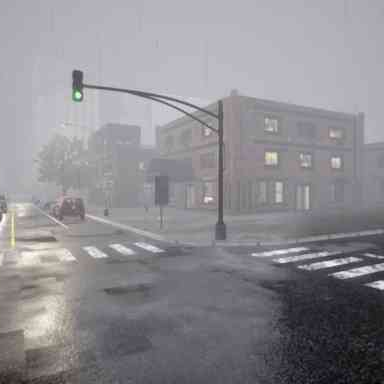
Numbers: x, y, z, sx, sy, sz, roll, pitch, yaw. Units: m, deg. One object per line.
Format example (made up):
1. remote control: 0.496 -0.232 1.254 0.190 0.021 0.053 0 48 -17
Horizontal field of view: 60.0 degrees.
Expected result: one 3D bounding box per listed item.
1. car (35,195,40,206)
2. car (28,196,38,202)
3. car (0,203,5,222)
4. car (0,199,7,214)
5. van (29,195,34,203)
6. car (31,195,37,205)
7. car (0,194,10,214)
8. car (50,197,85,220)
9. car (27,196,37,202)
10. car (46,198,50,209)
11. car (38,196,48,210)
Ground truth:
1. car: -20.863 1.580 47.504 2.008 1.369 4.403 0 0 -28
2. car: -36.616 1.667 76.673 1.802 1.307 4.206 0 0 -28
3. car: -11.380 1.551 17.778 2.033 1.411 5.357 0 0 -28
4. car: -15.847 1.535 26.099 1.812 1.442 4.674 0 0 -28
5. van: -31.365 1.404 66.950 1.690 1.788 3.998 0 0 -28
6. car: -26.113 1.626 57.226 1.802 1.307 4.206 0 0 -28
7. car: -20.827 1.239 35.462 2.150 2.045 5.566 0 0 -28
8. car: -10.359 1.324 28.057 2.192 1.841 5.009 0 0 -28
9. car: -39.242 1.661 81.535 1.947 1.339 4.313 0 0 -28
10. car: -12.986 1.579 32.919 1.947 1.339 4.313 0 0 -28
11. car: -18.237 1.589 42.642 1.947 1.339 4.313 0 0 -28
